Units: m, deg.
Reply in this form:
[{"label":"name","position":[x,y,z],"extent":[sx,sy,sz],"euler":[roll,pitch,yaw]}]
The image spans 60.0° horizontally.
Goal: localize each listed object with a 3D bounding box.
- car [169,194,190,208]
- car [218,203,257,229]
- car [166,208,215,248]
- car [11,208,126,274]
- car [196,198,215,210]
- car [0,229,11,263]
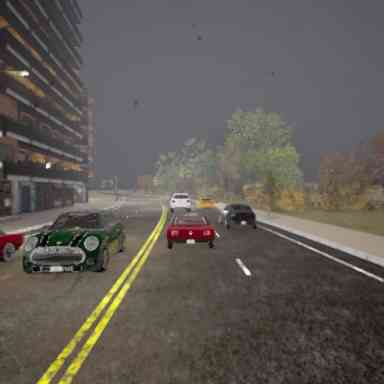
[{"label":"car","position":[-1.416,1.198,38.690],"extent":[2.150,2.045,5.566],"euler":[0,0,-5]},{"label":"car","position":[2.857,1.487,21.399],"extent":[1.837,1.490,4.892],"euler":[0,1,-2]},{"label":"car","position":[-0.115,1.595,14.812],"extent":[1.895,1.301,4.718],"euler":[0,0,-2]},{"label":"car","position":[-3.490,1.359,10.659],"extent":[2.097,1.767,4.553],"euler":[0,0,-1]},{"label":"car","position":[1.602,1.443,41.143],"extent":[1.882,1.535,5.008],"euler":[0,0,-4]},{"label":"car","position":[-6.705,1.619,9.285],"extent":[1.895,1.301,4.718],"euler":[0,0,-1]}]
